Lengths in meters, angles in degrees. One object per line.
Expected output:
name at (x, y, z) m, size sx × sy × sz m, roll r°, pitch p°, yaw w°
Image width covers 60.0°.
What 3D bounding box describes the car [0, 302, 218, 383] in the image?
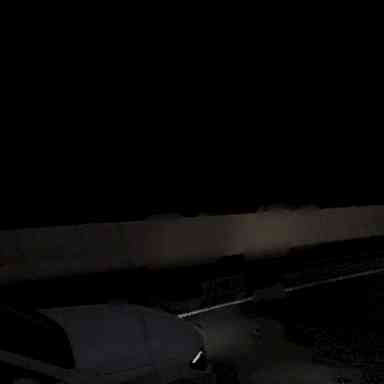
car at (-1.957, 1.532, 2.355) m, size 4.674 × 1.442 × 1.812 m, roll -2°, pitch 1°, yaw -36°
